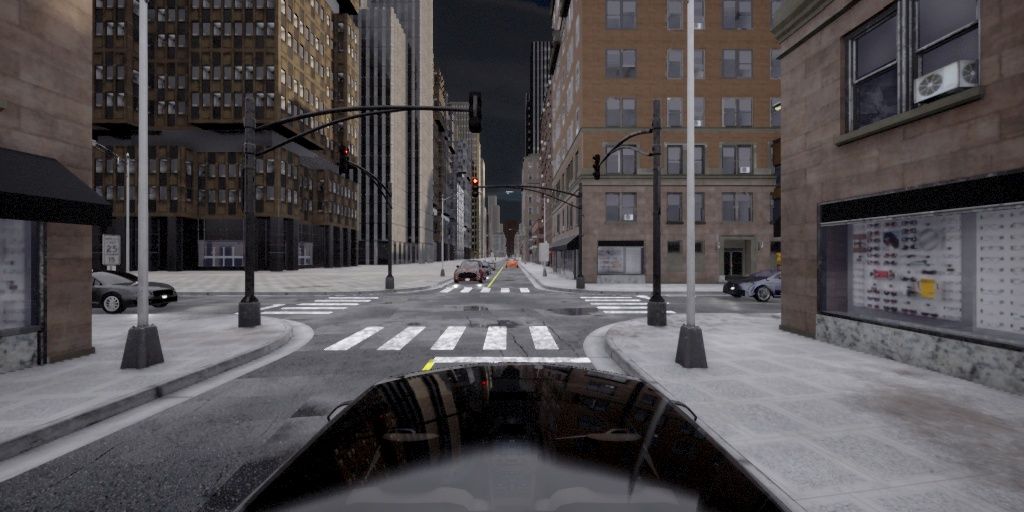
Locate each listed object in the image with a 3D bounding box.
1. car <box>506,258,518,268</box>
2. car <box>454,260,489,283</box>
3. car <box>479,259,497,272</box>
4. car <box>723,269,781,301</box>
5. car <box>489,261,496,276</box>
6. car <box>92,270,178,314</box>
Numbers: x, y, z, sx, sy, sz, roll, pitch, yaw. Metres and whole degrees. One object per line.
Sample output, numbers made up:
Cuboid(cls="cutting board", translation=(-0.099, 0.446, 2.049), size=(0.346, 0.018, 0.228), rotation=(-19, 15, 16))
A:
Cuboid(cls="car", translation=(-0.015, 1.101, 61.649), size=(2.097, 1.767, 4.553), rotation=(0, 0, 0))
Cuboid(cls="car", translation=(-3.155, 1.103, 27.759), size=(2.097, 1.767, 4.553), rotation=(0, 0, 0))
Cuboid(cls="car", translation=(-3.178, 1.242, 48.464), size=(2.128, 1.511, 4.902), rotation=(0, 0, 0))
Cuboid(cls="car", translation=(12.222, 1.313, 16.654), size=(4.181, 1.385, 1.994), rotation=(0, 0, -1))
Cuboid(cls="car", translation=(-3.167, 1.298, 38.046), size=(2.033, 1.411, 5.357), rotation=(0, 0, 0))
Cuboid(cls="car", translation=(-15.257, 1.259, 13.222), size=(4.892, 1.490, 1.837), rotation=(0, 0, 0))
